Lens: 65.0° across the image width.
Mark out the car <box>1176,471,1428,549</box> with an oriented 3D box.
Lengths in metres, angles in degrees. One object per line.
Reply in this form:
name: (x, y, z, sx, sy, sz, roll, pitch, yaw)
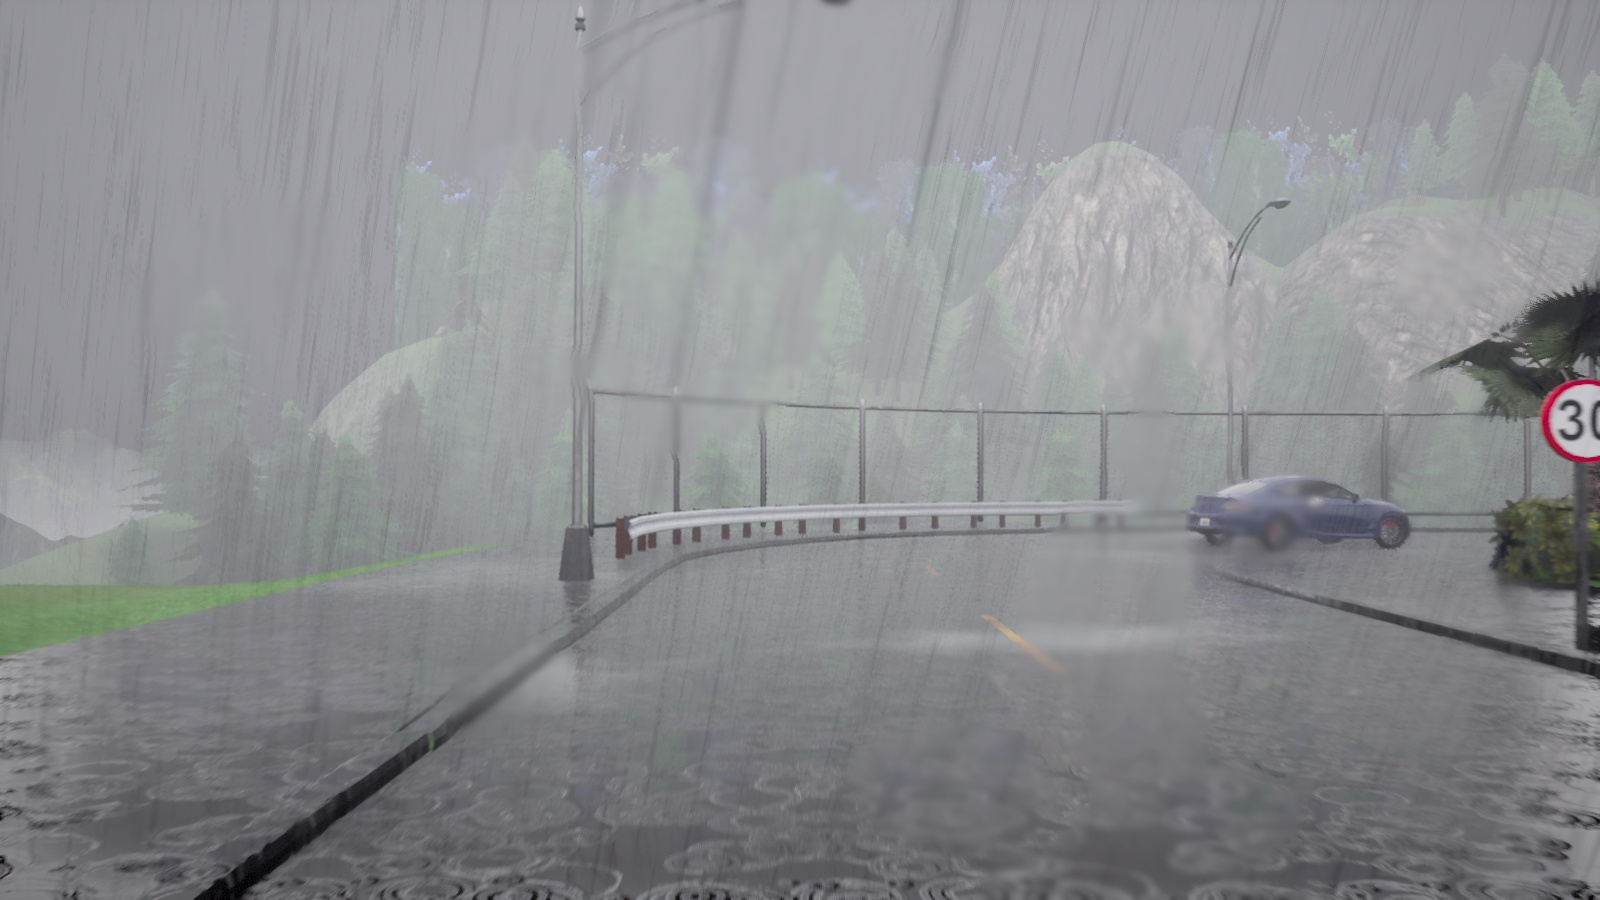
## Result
car: (10.096, 1.161, 25.262, 4.674, 1.442, 1.812, 0, -1, -20)
